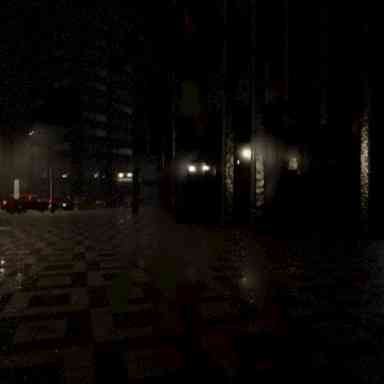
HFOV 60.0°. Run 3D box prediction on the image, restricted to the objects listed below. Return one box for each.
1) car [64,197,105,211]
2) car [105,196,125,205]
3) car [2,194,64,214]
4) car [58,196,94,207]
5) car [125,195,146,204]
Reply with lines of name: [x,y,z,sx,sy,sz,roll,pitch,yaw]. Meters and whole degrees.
car: [-12.248,1.386,36.605,1.947,1.339,4.313,1,0,35]
car: [-12.826,1.338,50.752,1.802,1.307,4.206,1,0,35]
car: [-15.456,1.139,31.966,2.192,1.841,5.009,1,0,35]
car: [-16.035,1.304,46.115,1.887,1.381,4.507,1,0,35]
car: [-9.616,1.192,55.389,1.967,1.590,4.097,1,0,35]
